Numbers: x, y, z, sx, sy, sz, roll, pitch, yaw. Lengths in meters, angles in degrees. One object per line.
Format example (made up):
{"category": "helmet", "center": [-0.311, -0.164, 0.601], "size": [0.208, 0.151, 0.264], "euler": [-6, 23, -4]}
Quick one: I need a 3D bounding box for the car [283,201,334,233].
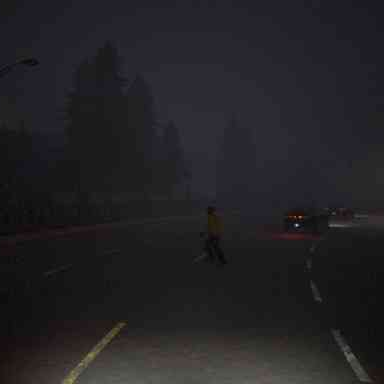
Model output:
{"category": "car", "center": [6.855, 1.505, 19.734], "size": [1.837, 1.490, 4.892], "euler": [0, 0, 32]}

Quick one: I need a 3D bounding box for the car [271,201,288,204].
{"category": "car", "center": [10.605, 1.155, 38.086], "size": [2.033, 1.411, 5.357], "euler": [0, 0, 35]}

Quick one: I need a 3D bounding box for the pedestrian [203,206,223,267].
{"category": "pedestrian", "center": [0.648, 1.294, 10.022], "size": [0.375, 1.860, 0.375], "euler": [0, 0, 17]}

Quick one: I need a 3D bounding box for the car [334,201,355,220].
{"category": "car", "center": [12.604, 1.526, 28.430], "size": [1.812, 1.442, 4.674], "euler": [0, 0, 34]}
